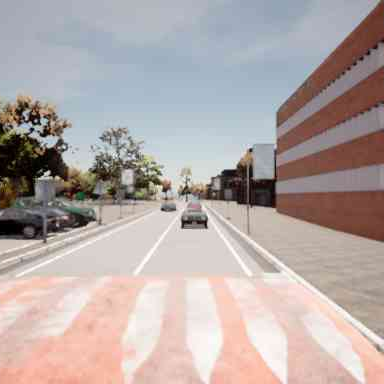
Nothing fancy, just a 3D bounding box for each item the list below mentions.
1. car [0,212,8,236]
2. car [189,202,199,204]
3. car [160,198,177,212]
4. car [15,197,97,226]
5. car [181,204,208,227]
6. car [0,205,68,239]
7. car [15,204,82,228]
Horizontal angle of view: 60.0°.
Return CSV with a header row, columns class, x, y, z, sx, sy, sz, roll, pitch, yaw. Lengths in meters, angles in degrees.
class,x,y,z,sx,sy,sz,roll,pitch,yaw
car,-9.458,1.586,11.706,4.674,1.452,2.002,0,0,0
car,0.298,1.932,41.946,1.994,1.385,4.181,0,0,1
car,-3.108,1.954,45.042,1.994,1.385,4.181,0,0,1
car,-9.493,1.381,23.011,5.566,2.045,2.435,0,0,0
car,0.182,1.842,24.794,1.895,1.301,4.718,0,-1,0
car,-9.485,1.591,17.357,5.008,1.535,2.097,0,0,0
car,-9.503,1.652,20.184,4.674,1.452,2.002,0,0,0
